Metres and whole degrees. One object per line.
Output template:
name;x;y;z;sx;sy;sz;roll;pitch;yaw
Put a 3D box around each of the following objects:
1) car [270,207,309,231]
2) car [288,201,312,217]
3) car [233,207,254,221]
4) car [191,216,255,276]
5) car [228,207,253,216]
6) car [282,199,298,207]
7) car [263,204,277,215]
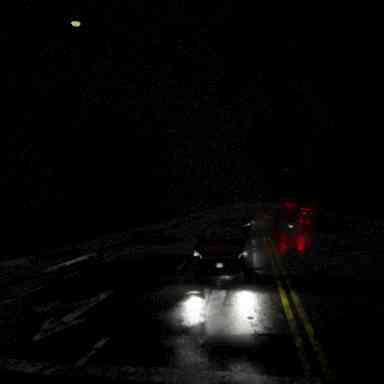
car;6.997;2.043;24.362;1.895;1.301;4.718;-2;-1;10
car;12.958;2.174;39.441;1.837;1.490;4.892;-2;-2;11
car;5.646;2.348;36.132;1.994;1.385;4.181;-2;-1;10
car;1.173;1.805;11.545;1.812;1.442;4.674;-2;-1;10
car;3.180;2.030;22.640;1.812;1.442;4.674;-2;-1;10
car;14.770;2.115;49.716;2.150;2.045;5.566;-2;-2;10
car;11.373;2.448;48.581;2.128;1.511;4.902;-2;-2;10
